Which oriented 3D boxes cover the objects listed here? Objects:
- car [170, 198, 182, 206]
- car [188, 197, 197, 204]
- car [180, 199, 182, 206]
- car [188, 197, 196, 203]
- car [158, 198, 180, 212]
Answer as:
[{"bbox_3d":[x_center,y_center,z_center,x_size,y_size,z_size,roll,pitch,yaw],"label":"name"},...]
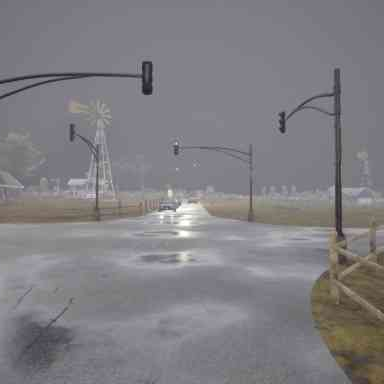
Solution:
[{"bbox_3d":[-2.837,1.802,59.667,1.895,1.301,4.718,0,0,0],"label":"car"},{"bbox_3d":[0.085,1.788,69.110,1.812,1.442,4.674,0,0,0],"label":"car"},{"bbox_3d":[-2.861,1.635,49.297,2.128,1.511,4.902,0,0,0],"label":"car"},{"bbox_3d":[-0.009,1.860,79.122,1.812,1.442,4.674,0,0,0],"label":"car"},{"bbox_3d":[-2.861,1.661,39.779,1.994,1.385,4.181,0,0,0],"label":"car"}]
